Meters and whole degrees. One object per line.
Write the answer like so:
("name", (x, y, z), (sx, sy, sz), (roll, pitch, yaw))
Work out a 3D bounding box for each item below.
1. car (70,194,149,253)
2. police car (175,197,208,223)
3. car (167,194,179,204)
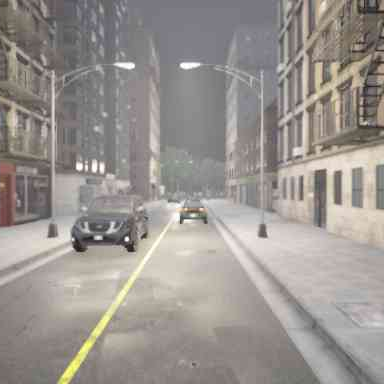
("car", (-3.100, 1.140, 13.751), (2.150, 2.045, 5.566), (0, 0, 0))
("police car", (0.094, 1.358, 24.166), (2.038, 1.542, 4.974), (0, 0, 0))
("car", (-3.051, 1.153, 55.518), (1.882, 1.535, 5.008), (0, 0, 1))
